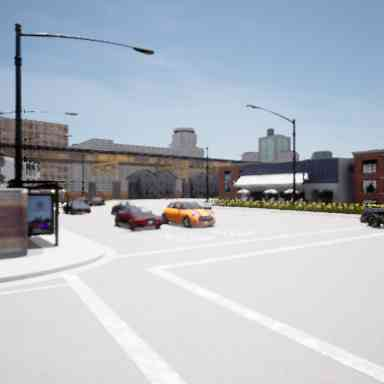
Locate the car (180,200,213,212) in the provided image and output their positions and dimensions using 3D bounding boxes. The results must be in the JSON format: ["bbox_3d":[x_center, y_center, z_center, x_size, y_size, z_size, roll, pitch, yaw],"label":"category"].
[{"bbox_3d":[0.466,1.658,41.765,1.895,1.301,4.718,0,0,-32],"label":"car"}]

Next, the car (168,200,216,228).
[{"bbox_3d":[-0.274,1.457,23.357,2.097,1.767,4.553,0,0,-33],"label":"car"}]

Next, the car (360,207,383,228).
[{"bbox_3d":[13.466,1.345,20.477,2.150,2.045,5.566,-4,2,-38],"label":"car"}]

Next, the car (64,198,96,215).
[{"bbox_3d":[-12.286,1.655,35.564,2.033,1.411,5.357,0,0,-32],"label":"car"}]

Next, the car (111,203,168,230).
[{"bbox_3d":[-3.636,1.682,22.106,1.994,1.385,4.181,0,0,-33],"label":"car"}]

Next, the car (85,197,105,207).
[{"bbox_3d":[-15.240,1.548,53.615,1.882,1.535,5.008,0,0,-4],"label":"car"}]
